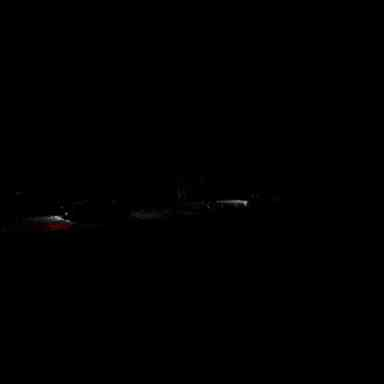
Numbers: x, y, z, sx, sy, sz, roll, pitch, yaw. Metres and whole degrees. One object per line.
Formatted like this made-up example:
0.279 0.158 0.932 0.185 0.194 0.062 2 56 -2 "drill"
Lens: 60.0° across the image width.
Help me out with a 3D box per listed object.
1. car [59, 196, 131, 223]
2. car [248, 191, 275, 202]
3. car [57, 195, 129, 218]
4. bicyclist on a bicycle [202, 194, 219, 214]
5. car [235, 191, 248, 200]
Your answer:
-6.303 1.125 22.485 1.882 1.535 5.008 1 2 35 "car"
9.699 0.581 44.876 1.994 1.385 4.181 1 2 35 "car"
-7.776 1.061 26.697 2.033 1.411 5.357 1 2 35 "car"
1.469 0.988 26.590 1.656 1.620 0.582 0 1 35 "bicyclist on a bicycle"
8.123 0.491 48.983 1.895 1.301 4.718 1 2 36 "car"
